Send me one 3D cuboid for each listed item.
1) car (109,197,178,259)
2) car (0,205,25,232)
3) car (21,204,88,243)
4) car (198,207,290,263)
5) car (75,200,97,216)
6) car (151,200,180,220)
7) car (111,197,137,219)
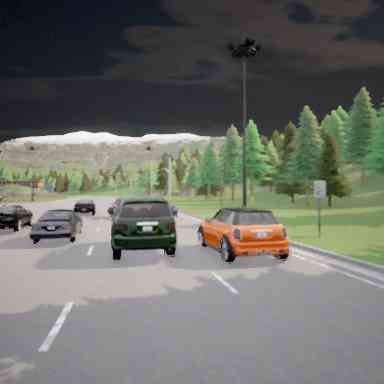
[{"bbox_3d":[-2.021,1.217,12.931,2.150,2.045,5.566,0,0,-14],"label":"car"},{"bbox_3d":[-10.970,1.495,19.974,1.882,1.535,5.008,0,0,-13],"label":"car"},{"bbox_3d":[-6.464,1.552,16.292,2.033,1.411,5.357,0,0,-14],"label":"car"},{"bbox_3d":[1.672,1.332,12.236,2.097,1.767,4.553,0,0,-13],"label":"car"},{"bbox_3d":[-10.513,1.480,32.975,1.882,1.535,5.008,0,-1,-14],"label":"car"},{"bbox_3d":[-2.417,1.503,29.318,1.812,1.442,4.674,0,0,-14],"label":"car"},{"bbox_3d":[-6.114,1.341,29.703,2.097,1.767,4.553,0,0,-14],"label":"car"}]
